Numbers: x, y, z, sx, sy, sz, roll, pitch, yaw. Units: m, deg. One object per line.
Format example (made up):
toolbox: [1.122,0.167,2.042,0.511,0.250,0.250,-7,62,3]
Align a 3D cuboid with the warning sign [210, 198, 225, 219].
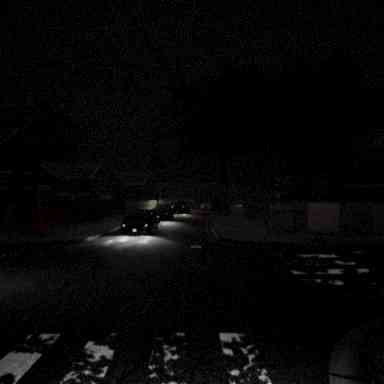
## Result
warning sign: [2.417,1.572,31.464,1.300,1.860,1.060,3,2,3]

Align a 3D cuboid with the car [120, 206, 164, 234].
car: [-3.258,1.849,21.715,2.033,1.411,5.357,0,-1,1]

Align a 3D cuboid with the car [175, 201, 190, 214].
car: [-1.615,1.999,45.034,2.097,1.767,4.553,0,-1,8]

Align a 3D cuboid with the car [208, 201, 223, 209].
car: [4.541,2.474,63.901,2.033,1.411,5.357,0,-1,14]

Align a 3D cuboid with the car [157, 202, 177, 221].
car: [-2.850,1.981,32.371,1.812,1.442,4.674,0,-1,4]

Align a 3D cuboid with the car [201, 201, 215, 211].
car: [2.610,2.319,53.822,1.812,1.442,4.674,0,-1,11]
